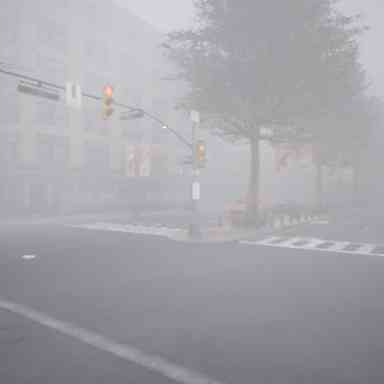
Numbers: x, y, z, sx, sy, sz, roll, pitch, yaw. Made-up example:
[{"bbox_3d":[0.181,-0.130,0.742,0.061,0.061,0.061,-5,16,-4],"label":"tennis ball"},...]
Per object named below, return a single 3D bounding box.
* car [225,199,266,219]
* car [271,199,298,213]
[{"bbox_3d":[4.759,1.384,29.076,2.097,1.767,4.553,0,0,36],"label":"car"},{"bbox_3d":[10.443,1.558,37.077,1.812,1.442,4.674,0,0,35],"label":"car"}]
